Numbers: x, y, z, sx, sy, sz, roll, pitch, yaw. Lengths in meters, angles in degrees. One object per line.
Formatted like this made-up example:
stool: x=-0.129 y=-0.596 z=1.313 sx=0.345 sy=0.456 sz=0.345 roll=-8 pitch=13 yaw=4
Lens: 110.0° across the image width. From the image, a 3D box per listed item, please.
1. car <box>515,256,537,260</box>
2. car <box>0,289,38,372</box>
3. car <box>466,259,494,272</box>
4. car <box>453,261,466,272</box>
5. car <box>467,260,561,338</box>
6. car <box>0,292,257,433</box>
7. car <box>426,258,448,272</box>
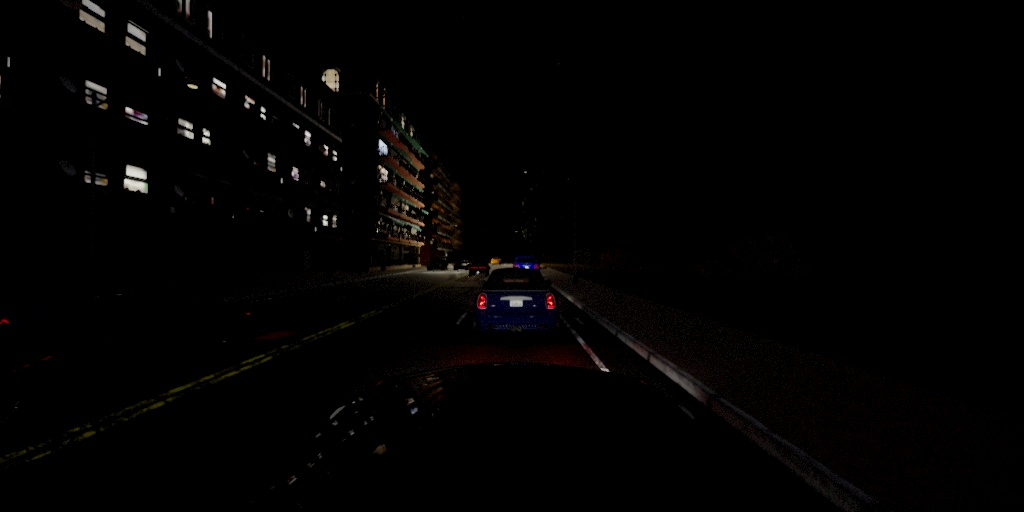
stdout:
car: x=1.146 y=0.988 z=30.262 sx=2.150 sy=2.045 sz=5.566 roll=0 pitch=0 yaw=0
car: x=-9.849 y=1.315 z=4.601 sx=1.994 sy=1.385 sz=4.181 roll=0 pitch=0 yaw=0
car: x=-3.140 y=1.269 z=35.737 sx=1.837 sy=1.490 sz=4.892 roll=0 pitch=0 yaw=0
car: x=-6.587 y=1.316 z=47.647 sx=2.033 sy=1.411 sz=5.357 roll=0 pitch=0 yaw=0
car: x=0.103 y=1.106 z=10.308 sx=2.097 sy=1.767 sz=4.553 roll=0 pitch=0 yaw=0
car: x=-6.599 y=1.299 z=5.573 sx=2.033 sy=1.411 sz=5.357 roll=0 pitch=0 yaw=0
car: x=-9.834 y=1.120 z=47.373 sx=2.097 sy=1.767 sz=4.553 roll=0 pitch=0 yaw=0
